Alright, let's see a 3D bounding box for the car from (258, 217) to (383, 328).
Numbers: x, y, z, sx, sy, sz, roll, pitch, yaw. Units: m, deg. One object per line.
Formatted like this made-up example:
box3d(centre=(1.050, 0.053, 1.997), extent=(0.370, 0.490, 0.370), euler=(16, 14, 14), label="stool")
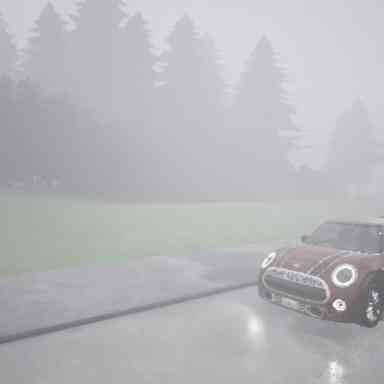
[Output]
box3d(centre=(3.540, 1.356, 7.127), extent=(4.553, 1.767, 2.097), euler=(0, 0, -35), label="car")
